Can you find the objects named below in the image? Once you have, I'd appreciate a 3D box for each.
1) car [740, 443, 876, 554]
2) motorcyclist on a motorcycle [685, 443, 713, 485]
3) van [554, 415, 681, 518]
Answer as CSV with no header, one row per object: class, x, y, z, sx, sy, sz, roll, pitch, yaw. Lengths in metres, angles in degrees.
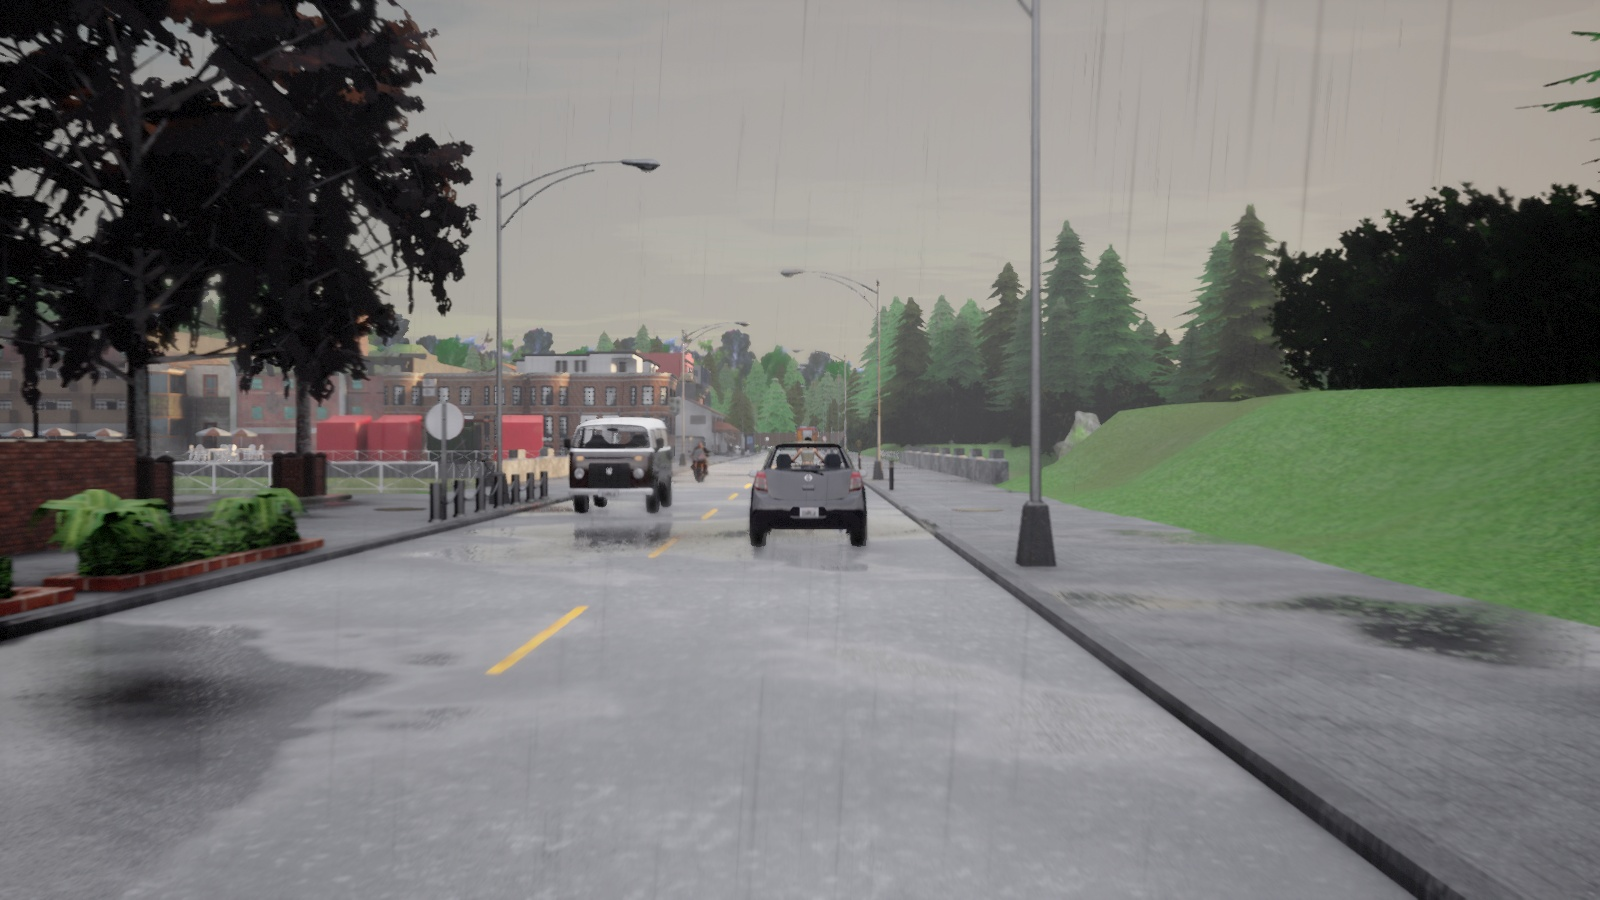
car,0.122,0.646,18.821,1.845,1.501,3.633,0,0,0
motorcyclist on a motorcycle,-3.722,0.494,46.538,0.866,1.530,2.191,0,0,0
van,-3.832,0.299,27.138,2.069,2.038,4.480,0,1,0
